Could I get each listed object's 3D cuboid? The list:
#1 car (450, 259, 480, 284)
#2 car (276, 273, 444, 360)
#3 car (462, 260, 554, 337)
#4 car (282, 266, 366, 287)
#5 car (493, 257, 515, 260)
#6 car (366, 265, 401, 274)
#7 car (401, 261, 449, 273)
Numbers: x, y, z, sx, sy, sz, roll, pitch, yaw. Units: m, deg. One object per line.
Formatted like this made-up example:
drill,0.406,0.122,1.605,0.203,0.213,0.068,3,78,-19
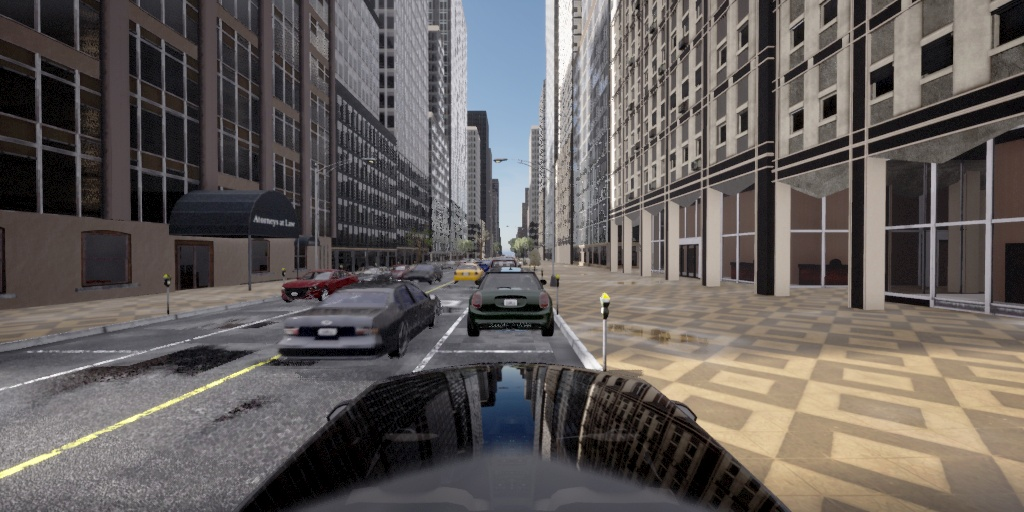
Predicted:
car,-3.146,1.202,26.924,1.801,1.575,5.366,0,0,0
car,-3.045,1.296,8.424,2.033,1.411,5.357,0,0,0
car,-0.033,1.101,10.471,2.097,1.767,4.553,0,0,0
car,-8.837,1.292,16.839,1.888,1.381,4.507,0,0,0
car,-0.457,1.061,22.523,2.192,1.841,5.009,0,0,0
car,-8.838,1.297,22.523,2.007,1.370,4.403,0,0,0
car,-6.246,1.293,25.961,2.033,1.411,5.357,0,0,0
